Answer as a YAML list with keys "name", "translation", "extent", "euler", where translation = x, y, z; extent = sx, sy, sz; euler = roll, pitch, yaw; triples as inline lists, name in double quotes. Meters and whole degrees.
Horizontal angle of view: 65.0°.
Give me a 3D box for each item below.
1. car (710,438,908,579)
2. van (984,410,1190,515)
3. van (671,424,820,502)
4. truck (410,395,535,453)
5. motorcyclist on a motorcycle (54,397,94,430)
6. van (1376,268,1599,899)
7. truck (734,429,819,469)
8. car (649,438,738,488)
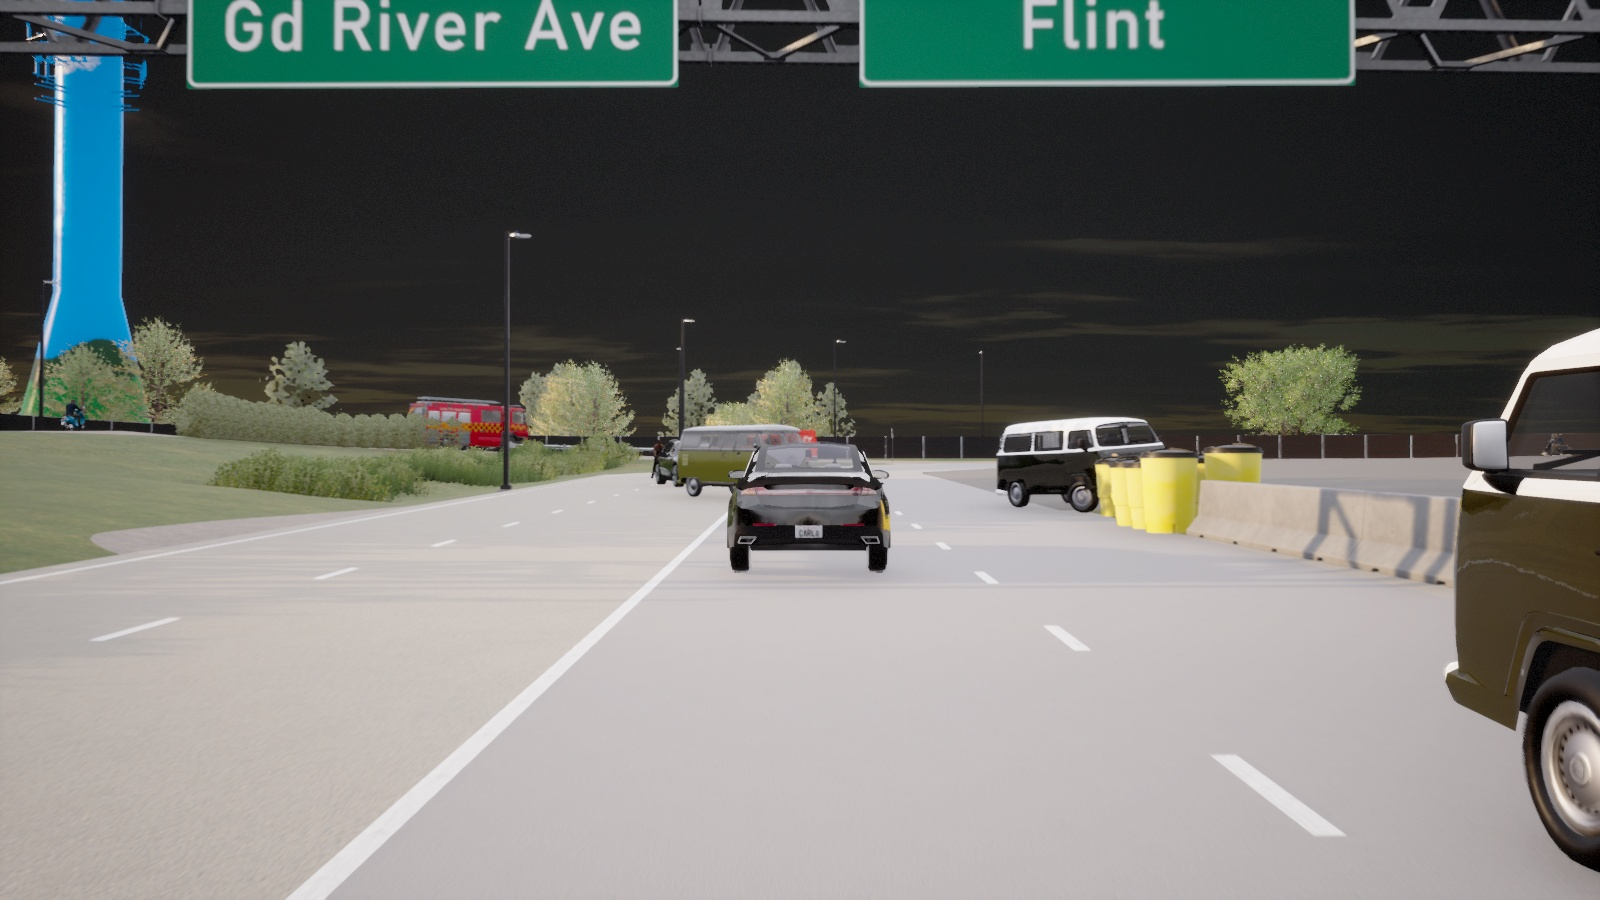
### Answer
- name: "car"
  translation: [0.107, 0.615, 15.929]
  extent: [2.128, 1.511, 4.902]
  euler: [0, 0, 0]
- name: "van"
  translation: [6.273, 0.311, 28.058]
  extent: [2.069, 2.038, 4.480]
  euler: [-4, 0, -24]
- name: "van"
  translation: [-1.555, 0.311, 34.045]
  extent: [1.775, 1.987, 4.442]
  euler: [0, 0, -38]
- name: "truck"
  translation: [-23.970, -1.826, 92.247]
  extent: [8.468, 3.827, 2.891]
  euler: [3, -2, -44]
- name: "motorcyclist on a motorcycle"
  translation: [-35.954, -1.790, 62.205]
  extent: [0.866, 1.590, 1.817]
  euler: [0, 1, 3]
- name: "van"
  translation: [3.534, 0.456, 3.219]
  extent: [2.069, 2.038, 4.480]
  euler: [0, 0, 0]
- name: "truck"
  translation: [-1.469, -0.063, 80.078]
  extent: [2.627, 2.467, 5.204]
  euler: [0, 0, 41]
- name: "car"
  translation: [-3.795, 0.425, 43.894]
  extent: [2.033, 1.649, 4.856]
  euler: [0, 0, -18]
